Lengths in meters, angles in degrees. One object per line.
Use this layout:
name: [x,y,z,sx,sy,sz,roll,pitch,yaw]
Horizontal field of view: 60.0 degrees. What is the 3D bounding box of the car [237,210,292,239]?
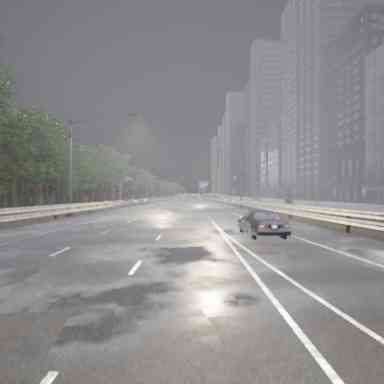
car: [3.789,1.710,18.205,2.033,1.411,5.357,0,-1,-3]
